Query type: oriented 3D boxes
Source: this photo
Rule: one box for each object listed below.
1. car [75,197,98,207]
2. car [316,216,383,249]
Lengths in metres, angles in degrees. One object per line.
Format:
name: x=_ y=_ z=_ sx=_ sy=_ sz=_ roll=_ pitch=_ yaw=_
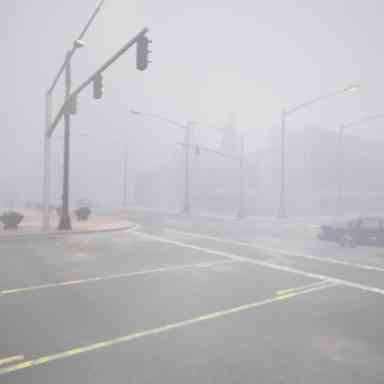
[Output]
car: x=-13.468 y=1.464 z=42.213 sx=1.837 sy=1.490 sz=4.892 roll=2 pitch=-1 yaw=-35
car: x=8.313 y=1.785 z=14.459 sx=5.357 sy=1.411 sz=2.033 roll=0 pitch=0 yaw=28
